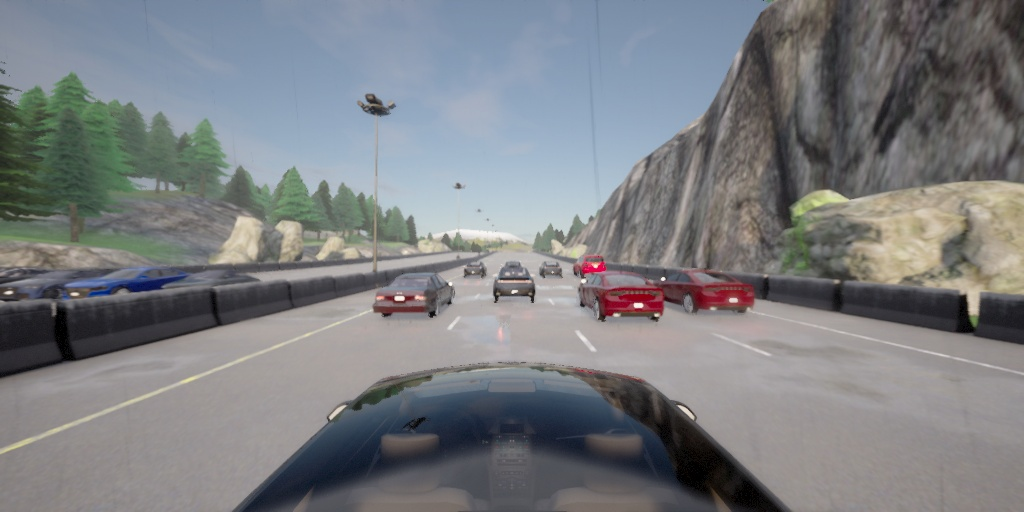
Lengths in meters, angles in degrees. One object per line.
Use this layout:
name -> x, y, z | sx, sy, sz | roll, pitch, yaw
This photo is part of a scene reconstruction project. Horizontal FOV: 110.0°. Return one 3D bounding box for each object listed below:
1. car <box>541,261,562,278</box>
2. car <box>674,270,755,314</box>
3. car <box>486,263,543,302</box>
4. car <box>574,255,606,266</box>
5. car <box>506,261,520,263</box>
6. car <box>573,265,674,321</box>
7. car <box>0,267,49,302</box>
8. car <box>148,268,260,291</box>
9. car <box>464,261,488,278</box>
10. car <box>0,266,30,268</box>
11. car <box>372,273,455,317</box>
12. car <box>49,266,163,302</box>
car -> 3.596, 1.218, 33.850 | 2.128, 1.511, 4.902 | 0, 0, 0
car -> 7.098, 1.264, 13.968 | 1.882, 1.535, 5.008 | 0, 0, 0
car -> 0.098, 1.277, 17.257 | 2.128, 1.511, 4.902 | 0, 0, 0
car -> 7.096, 0.953, 33.096 | 2.150, 2.045, 5.566 | 0, 0, 0
car -> 0.096, 1.230, 33.976 | 1.837, 1.490, 4.892 | 0, 0, 0
car -> 3.598, 1.263, 12.681 | 1.882, 1.535, 5.008 | 0, 0, 0
car -> -21.102, 1.349, 17.025 | 1.994, 1.385, 4.181 | 0, 0, 0
car -> -14.101, 1.349, 17.048 | 1.994, 1.385, 4.181 | 0, 0, 0
car -> -3.405, 1.218, 33.853 | 2.128, 1.511, 4.902 | 0, 0, 0
car -> -24.601, 1.277, 17.421 | 2.128, 1.511, 4.902 | 0, 0, 0
car -> -3.402, 1.333, 13.360 | 2.033, 1.411, 5.357 | 0, 0, 0
car -> -17.602, 1.263, 16.932 | 1.882, 1.535, 5.008 | 0, 0, 0
